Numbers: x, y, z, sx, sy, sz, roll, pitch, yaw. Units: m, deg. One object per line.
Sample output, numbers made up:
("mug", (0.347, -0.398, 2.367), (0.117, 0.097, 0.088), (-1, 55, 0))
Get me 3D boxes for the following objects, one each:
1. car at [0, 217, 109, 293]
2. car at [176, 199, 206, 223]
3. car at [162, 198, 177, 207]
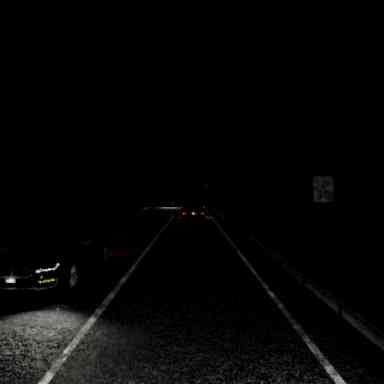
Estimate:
("car", (-3.601, 1.508, 9.042), (1.837, 1.490, 4.892), (0, 0, 0))
("car", (0.096, 1.556, 25.743), (2.033, 1.411, 5.357), (0, 0, 0))
("car", (-3.393, 1.573, 50.859), (2.033, 1.411, 5.357), (0, 0, 2))
